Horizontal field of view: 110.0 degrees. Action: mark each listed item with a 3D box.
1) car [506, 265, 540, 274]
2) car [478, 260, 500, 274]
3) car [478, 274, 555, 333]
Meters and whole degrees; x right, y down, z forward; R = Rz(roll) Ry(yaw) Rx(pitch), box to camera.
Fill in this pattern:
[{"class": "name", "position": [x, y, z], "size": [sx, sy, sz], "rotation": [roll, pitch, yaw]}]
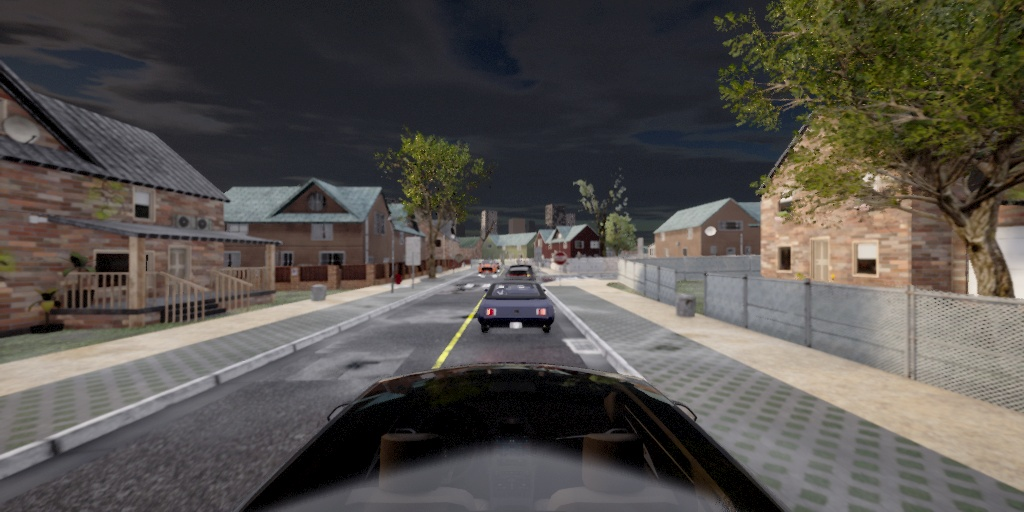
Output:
[{"class": "car", "position": [0.684, 1.321, 23.444], "size": [1.837, 1.490, 4.892], "rotation": [0, 0, 8]}, {"class": "car", "position": [-2.846, 1.216, 43.133], "size": [2.097, 1.767, 4.553], "rotation": [0, 0, 0]}, {"class": "car", "position": [0.100, 1.381, 10.835], "size": [1.895, 1.301, 4.718], "rotation": [0, 0, 0]}]
